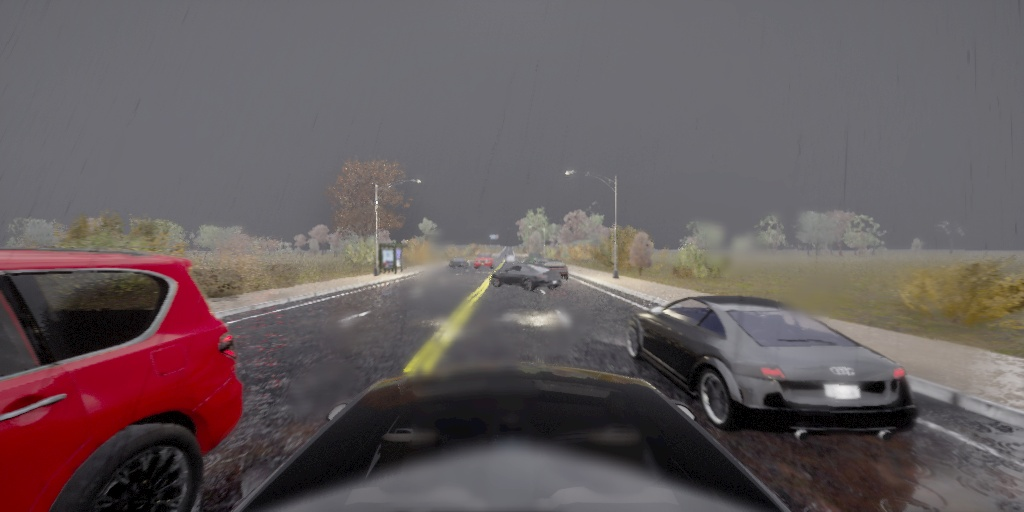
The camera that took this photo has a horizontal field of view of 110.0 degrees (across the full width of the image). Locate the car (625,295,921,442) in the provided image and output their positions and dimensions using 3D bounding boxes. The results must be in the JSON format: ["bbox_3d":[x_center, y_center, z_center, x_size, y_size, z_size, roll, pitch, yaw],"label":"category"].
[{"bbox_3d":[3.248,1.281,5.528,1.994,1.385,4.181,0,0,0],"label":"car"}]

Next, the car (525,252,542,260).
[{"bbox_3d":[3.090,0.533,49.569,2.150,2.045,5.566,0,1,0],"label":"car"}]

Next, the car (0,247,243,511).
[{"bbox_3d":[-3.348,0.980,0.702,2.150,2.045,5.566,0,1,0],"label":"car"}]

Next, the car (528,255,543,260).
[{"bbox_3d":[3.135,0.910,38.542,2.128,1.511,4.902,0,1,0],"label":"car"}]

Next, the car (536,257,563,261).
[{"bbox_3d":[3.180,1.025,27.542,1.837,1.490,4.892,0,1,0],"label":"car"}]

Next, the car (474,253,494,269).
[{"bbox_3d":[-3.455,0.578,45.334,2.150,2.045,5.566,0,0,0],"label":"car"}]

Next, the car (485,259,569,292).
[{"bbox_3d":[0.719,1.117,19.840,1.812,1.442,4.674,0,1,-39],"label":"car"}]

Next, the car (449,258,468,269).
[{"bbox_3d":[-6.706,0.896,45.900,2.033,1.411,5.357,0,1,0],"label":"car"}]
